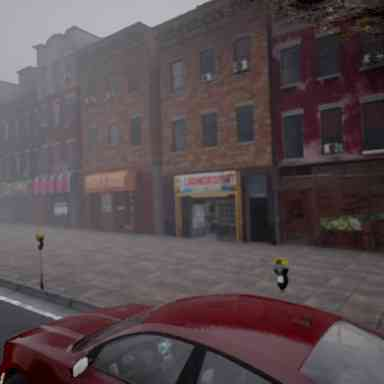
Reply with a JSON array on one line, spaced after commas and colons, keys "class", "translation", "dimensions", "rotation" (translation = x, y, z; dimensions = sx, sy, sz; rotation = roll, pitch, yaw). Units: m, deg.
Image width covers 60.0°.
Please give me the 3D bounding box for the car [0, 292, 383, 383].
[{"class": "car", "translation": [0.158, 1.559, 2.726], "dimensions": [4.507, 1.381, 1.887], "rotation": [-1, -2, 36]}]
